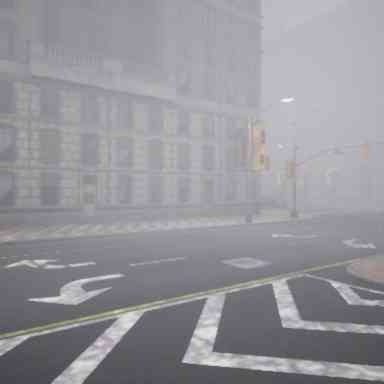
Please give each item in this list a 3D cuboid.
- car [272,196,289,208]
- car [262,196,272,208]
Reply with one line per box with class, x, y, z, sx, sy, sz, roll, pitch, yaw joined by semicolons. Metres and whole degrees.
car;11.757;1.350;48.127;2.097;1.767;4.553;0;0;-35
car;8.082;1.215;47.251;2.150;2.045;5.566;0;0;-36
